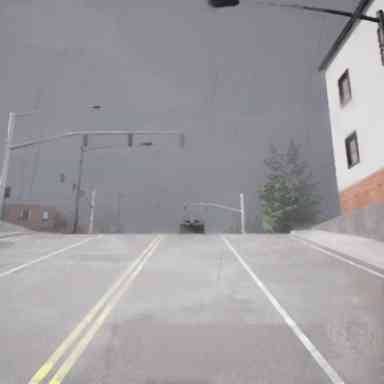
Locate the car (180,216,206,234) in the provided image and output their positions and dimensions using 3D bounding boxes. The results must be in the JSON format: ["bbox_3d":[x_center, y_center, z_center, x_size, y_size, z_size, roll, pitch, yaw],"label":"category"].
[{"bbox_3d":[0.043,2.583,25.008,2.033,1.411,5.357,0,-12,1],"label":"car"}]
